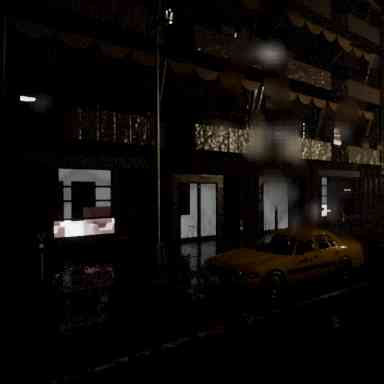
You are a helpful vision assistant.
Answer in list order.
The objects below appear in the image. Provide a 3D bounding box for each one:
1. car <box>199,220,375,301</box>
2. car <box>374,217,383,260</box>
[{"bbox_3d":[2.408,1.526,8.296,4.829,1.417,1.752,0,0,-36],"label":"car"},{"bbox_3d":[7.039,1.546,11.611,4.507,1.381,1.887,0,0,-36],"label":"car"}]
